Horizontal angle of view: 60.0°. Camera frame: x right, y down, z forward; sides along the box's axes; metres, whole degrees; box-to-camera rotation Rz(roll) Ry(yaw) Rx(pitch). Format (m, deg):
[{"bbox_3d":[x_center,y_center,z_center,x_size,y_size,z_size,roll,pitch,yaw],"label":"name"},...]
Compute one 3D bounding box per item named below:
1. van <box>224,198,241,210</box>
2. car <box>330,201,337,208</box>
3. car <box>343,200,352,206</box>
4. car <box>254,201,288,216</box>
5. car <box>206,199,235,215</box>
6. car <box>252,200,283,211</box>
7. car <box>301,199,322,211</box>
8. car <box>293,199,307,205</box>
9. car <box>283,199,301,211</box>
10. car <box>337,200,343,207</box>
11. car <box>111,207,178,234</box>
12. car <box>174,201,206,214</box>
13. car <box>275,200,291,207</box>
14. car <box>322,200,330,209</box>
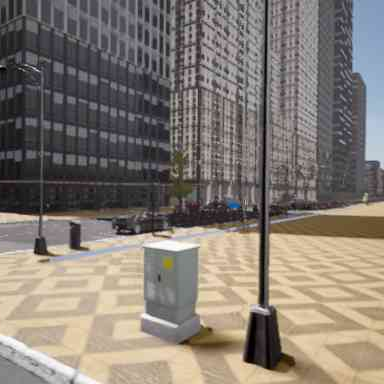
[{"bbox_3d":[5.855,1.814,49.401,1.690,1.788,3.998,0,0,35],"label":"van"},{"bbox_3d":[25.573,2.256,63.201,1.967,1.590,4.097,0,0,35],"label":"car"},{"bbox_3d":[35.638,2.515,78.355,1.812,1.442,4.674,1,0,35],"label":"car"},{"bbox_3d":[9.538,2.102,39.988,1.947,1.339,4.313,0,0,35],"label":"car"},{"bbox_3d":[2.936,1.925,40.577,1.837,1.490,4.892,1,0,35],"label":"car"},{"bbox_3d":[10.069,2.092,45.379,2.033,1.411,5.357,1,0,35],"label":"car"},{"bbox_3d":[19.158,2.270,53.915,1.947,1.339,4.313,0,0,35],"label":"car"},{"bbox_3d":[25.090,2.373,77.248,1.947,1.339,4.313,0,0,35],"label":"car"},{"bbox_3d":[15.302,2.201,53.052,1.994,1.385,4.181,1,0,35],"label":"car"},{"bbox_3d":[28.778,2.437,67.843,1.947,1.339,4.313,0,0,35],"label":"car"},{"bbox_3d":[-3.182,1.860,21.346,2.008,1.369,4.403,0,0,35],"label":"car"},{"bbox_3d":[-0.557,1.800,40.117,1.967,1.590,4.097,0,0,35],"label":"car"},{"bbox_3d":[18.678,2.278,67.965,1.802,1.307,4.206,0,0,35],"label":"car"},{"bbox_3d":[22.364,2.342,58.558,1.802,1.307,4.206,0,0,35],"label":"car"}]
